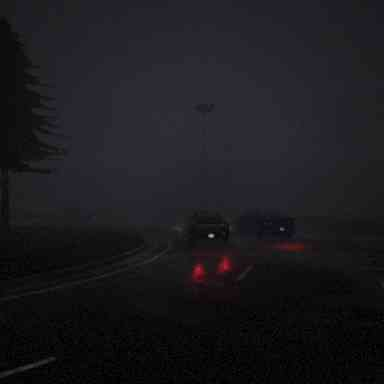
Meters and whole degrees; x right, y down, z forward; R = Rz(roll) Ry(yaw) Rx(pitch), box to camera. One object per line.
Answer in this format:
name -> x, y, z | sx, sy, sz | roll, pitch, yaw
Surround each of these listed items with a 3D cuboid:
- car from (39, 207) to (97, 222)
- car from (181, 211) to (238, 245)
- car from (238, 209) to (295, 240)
car -> -11.175, 1.997, 30.114 | 4.718, 1.301, 1.895 | 0, -1, -2
car -> 0.582, 1.670, 16.575 | 2.128, 1.511, 4.902 | 0, -1, -6
car -> 3.825, 1.656, 18.406 | 1.882, 1.535, 5.008 | 1, -1, -11
